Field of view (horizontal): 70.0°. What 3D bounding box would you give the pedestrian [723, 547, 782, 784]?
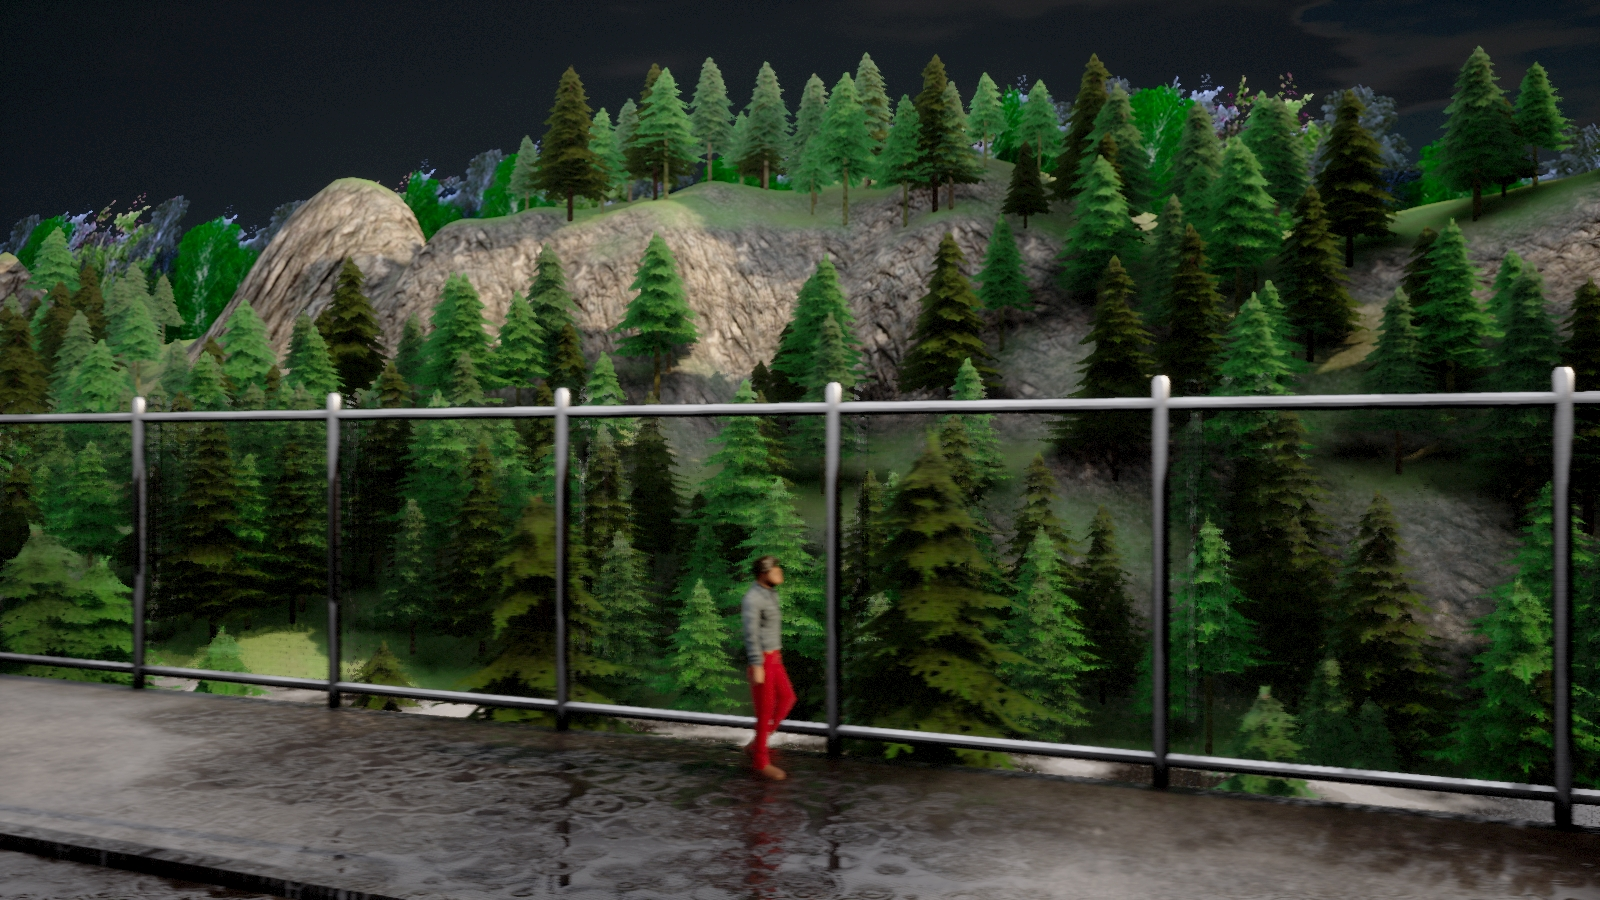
[{"bbox_3d":[-0.384,1.745,9.385,0.375,1.860,0.375,0,0,19],"label":"pedestrian"}]
